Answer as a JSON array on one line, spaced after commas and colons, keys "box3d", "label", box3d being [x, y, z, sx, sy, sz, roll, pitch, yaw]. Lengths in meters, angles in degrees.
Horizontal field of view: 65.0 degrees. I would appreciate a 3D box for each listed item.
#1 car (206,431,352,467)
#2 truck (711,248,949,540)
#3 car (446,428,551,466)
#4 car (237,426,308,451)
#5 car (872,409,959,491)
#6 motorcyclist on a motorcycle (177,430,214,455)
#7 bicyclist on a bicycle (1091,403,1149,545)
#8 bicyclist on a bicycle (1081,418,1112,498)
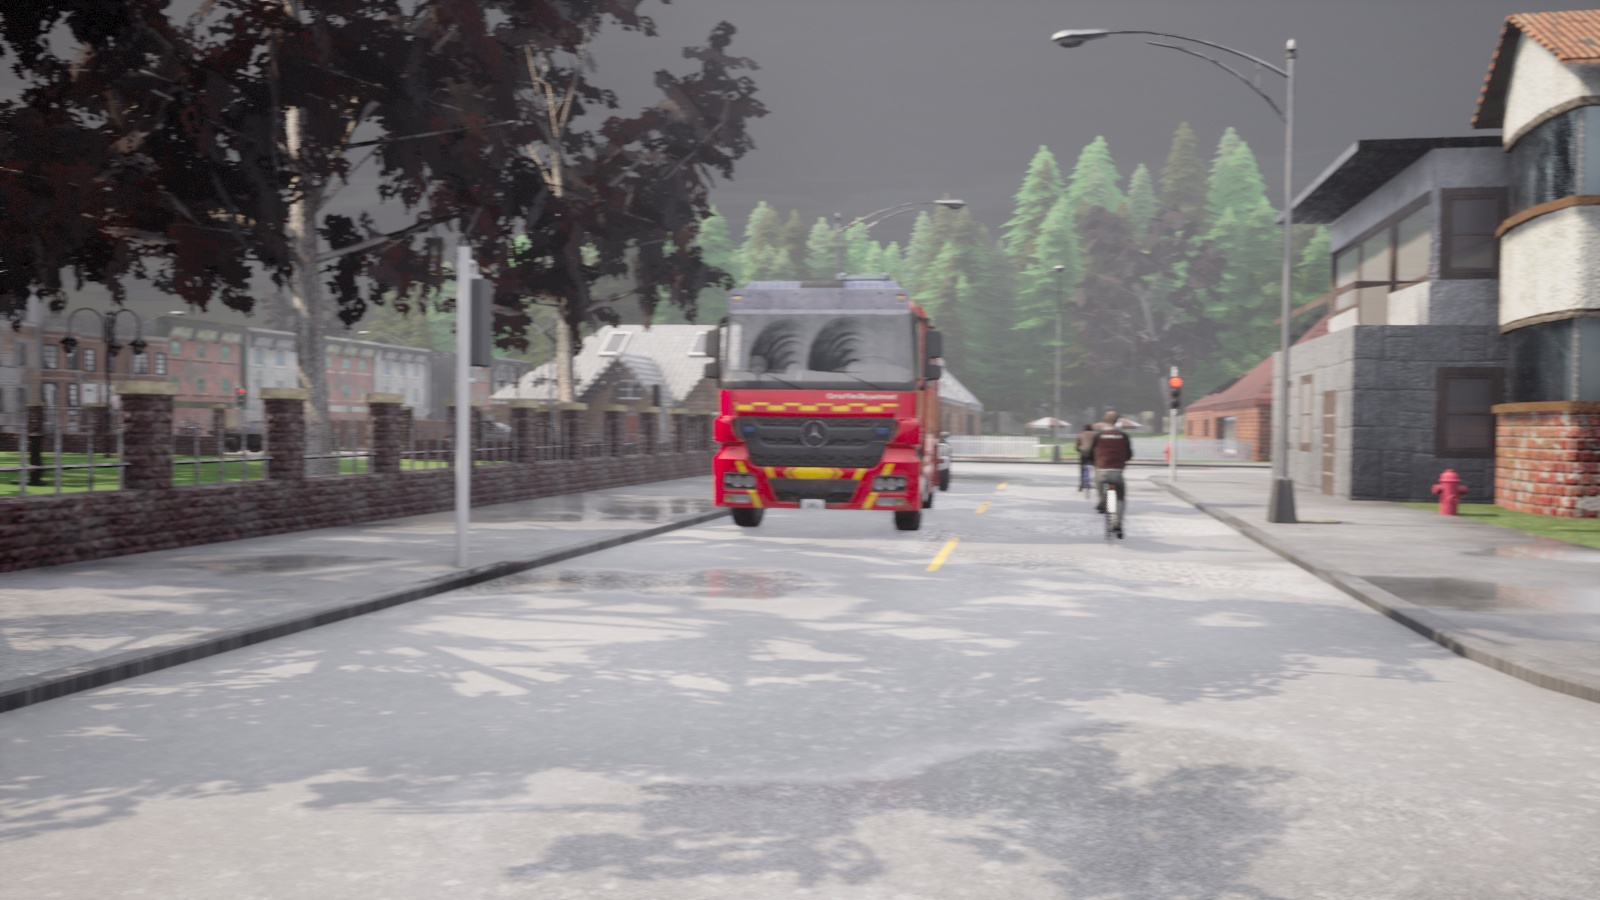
[{"box3d": [-21.693, -0.052, 52.370, 5.357, 1.411, 2.033, 0, 1, 10], "label": "car"}, {"box3d": [0.880, -0.810, 20.877, 2.891, 3.827, 8.468, 0, 1, 8], "label": "truck"}, {"box3d": [-12.091, -0.130, 50.405, 3.633, 1.501, 1.845, 0, 1, 10], "label": "car"}, {"box3d": [-35.974, -0.824, 85.855, 2.242, 1.667, 4.611, 0, 1, 12], "label": "car"}, {"box3d": [2.907, -0.053, 30.846, 1.932, 1.855, 4.605, 0, 1, 8], "label": "car"}, {"box3d": [-37.570, -0.458, 78.092, 0.866, 1.530, 2.191, 0, 1, 12], "label": "motorcyclist on a motorcycle"}, {"box3d": [4.221, 0.284, 16.649, 0.659, 1.776, 1.843, 0, 1, 11], "label": "bicyclist on a bicycle"}, {"box3d": [6.210, 0.147, 26.377, 0.582, 1.620, 1.656, 0, 1, 12], "label": "bicyclist on a bicycle"}]
